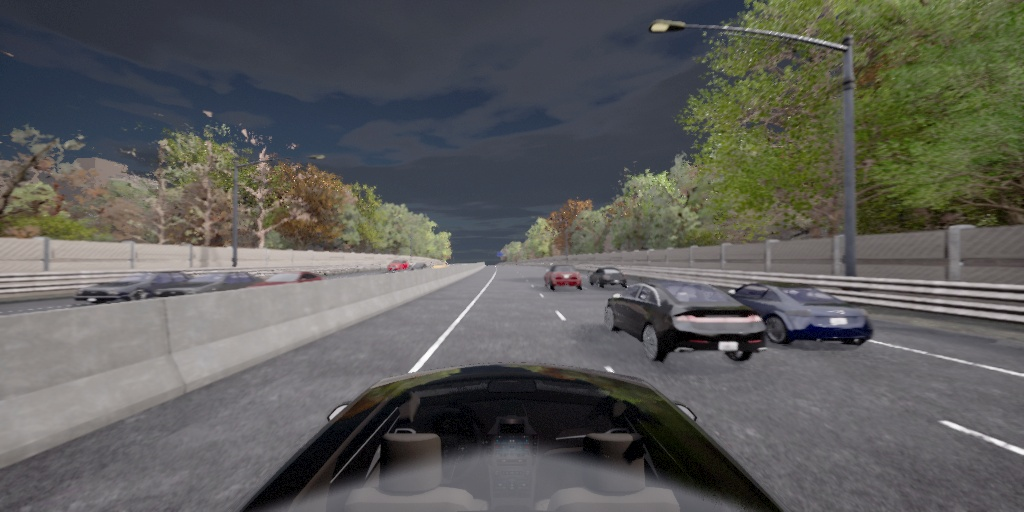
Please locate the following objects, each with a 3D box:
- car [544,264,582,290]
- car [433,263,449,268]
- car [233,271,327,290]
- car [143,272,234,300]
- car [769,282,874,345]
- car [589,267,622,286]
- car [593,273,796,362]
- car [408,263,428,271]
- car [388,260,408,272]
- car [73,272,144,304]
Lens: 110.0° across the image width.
[{"bbox_3d":[3.446,1.356,24.950,2.097,1.767,4.553,0,-1,-1],"label":"car"},{"bbox_3d":[-11.416,1.847,57.910,1.882,1.535,5.008,0,-1,-1],"label":"car"},{"bbox_3d":[-10.657,1.453,17.332,1.812,1.442,4.674,0,-1,-1],"label":"car"},{"bbox_3d":[-14.168,1.479,17.539,2.033,1.411,5.357,0,-1,0],"label":"car"},{"bbox_3d":[7.075,1.399,9.782,1.994,1.385,4.181,0,-1,0],"label":"car"},{"bbox_3d":[6.932,1.543,26.191,1.812,1.442,4.674,0,-1,-1],"label":"car"},{"bbox_3d":[3.582,1.313,8.377,2.128,1.511,4.902,0,-1,0],"label":"car"},{"bbox_3d":[-14.914,1.878,58.192,1.837,1.490,4.892,0,-1,-1],"label":"car"},{"bbox_3d":[-18.412,1.597,58.336,2.150,2.045,5.566,0,-1,-1],"label":"car"},{"bbox_3d":[-17.676,1.482,17.731,2.033,1.411,5.357,0,-1,-1],"label":"car"}]
